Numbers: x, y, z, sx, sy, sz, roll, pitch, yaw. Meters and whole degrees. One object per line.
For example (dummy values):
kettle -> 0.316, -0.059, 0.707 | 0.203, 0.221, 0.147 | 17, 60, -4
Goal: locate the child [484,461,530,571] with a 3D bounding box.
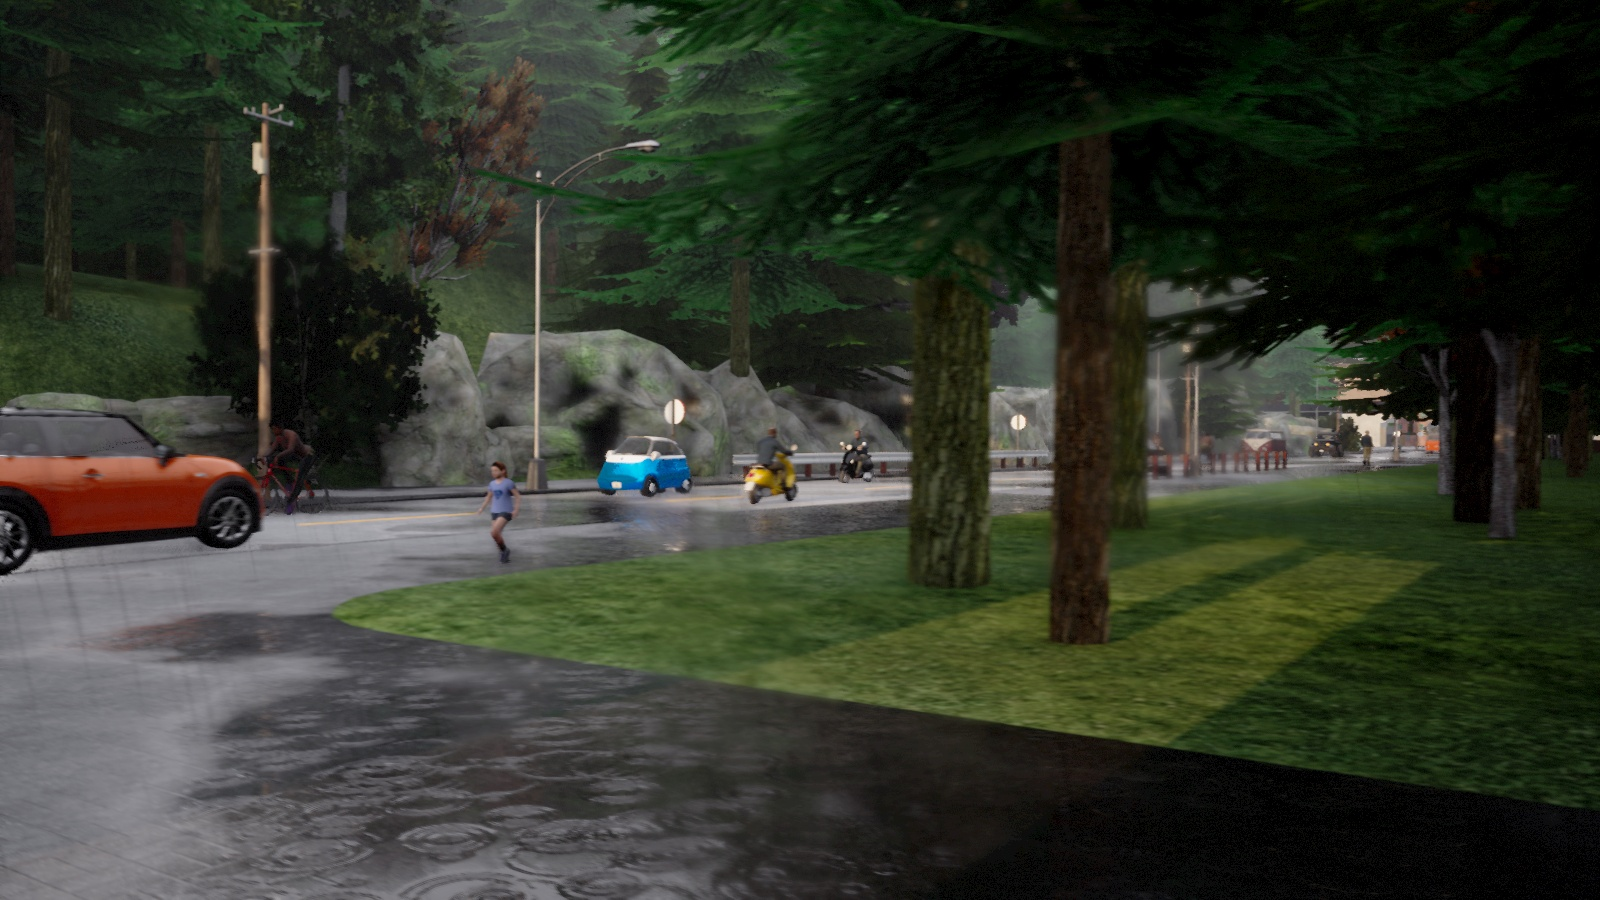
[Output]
child -> -3.023, 0.671, 12.972 | 0.255, 1.110, 0.394 | 0, 1, 29

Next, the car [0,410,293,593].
car -> -8.176, 0.471, 14.150 | 2.097, 1.767, 4.553 | 0, 1, 18

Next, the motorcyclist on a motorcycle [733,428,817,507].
motorcyclist on a motorcycle -> -0.511, 0.332, 26.223 | 0.866, 1.590, 1.817 | 0, 1, 33

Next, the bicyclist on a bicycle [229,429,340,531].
bicyclist on a bicycle -> -8.645, 0.474, 21.119 | 0.582, 1.620, 1.656 | 0, 1, 33

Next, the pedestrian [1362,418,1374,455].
pedestrian -> 28.969, -0.696, 64.057 | 0.402, 1.842, 0.726 | 0, 1, 34

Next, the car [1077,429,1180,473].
car -> 11.852, 0.009, 45.074 | 2.163, 1.488, 4.792 | 0, 1, 33

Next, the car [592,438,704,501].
car -> -3.487, 0.422, 28.982 | 1.481, 1.376, 2.207 | 0, 1, 33

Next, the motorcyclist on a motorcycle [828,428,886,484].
motorcyclist on a motorcycle -> 1.690, 0.166, 36.874 | 0.866, 1.590, 1.817 | 0, 1, 33

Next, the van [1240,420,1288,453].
van -> 28.882, -0.844, 78.100 | 1.775, 1.987, 4.442 | 0, 1, 34
